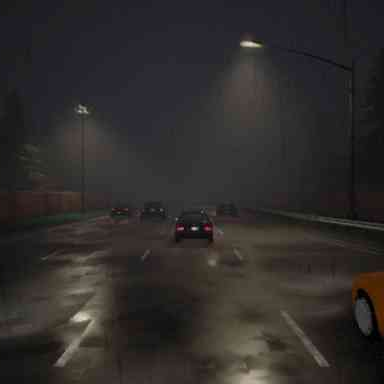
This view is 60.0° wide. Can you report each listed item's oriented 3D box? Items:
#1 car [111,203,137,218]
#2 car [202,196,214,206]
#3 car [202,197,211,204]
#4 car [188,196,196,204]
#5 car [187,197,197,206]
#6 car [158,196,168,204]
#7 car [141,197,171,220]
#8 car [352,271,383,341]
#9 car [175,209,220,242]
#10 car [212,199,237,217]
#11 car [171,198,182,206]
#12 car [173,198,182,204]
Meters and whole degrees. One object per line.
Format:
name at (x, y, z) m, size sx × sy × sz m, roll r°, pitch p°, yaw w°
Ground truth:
car at (-6.900, 1.827, 33.746) m, size 1.812 × 1.442 × 4.674 m, roll 0°, pitch -1°, yaw 0°
car at (3.497, 1.842, 69.975) m, size 2.150 × 2.045 × 5.566 m, roll 0°, pitch -1°, yaw 0°
car at (3.497, 2.059, 80.363) m, size 1.882 × 1.535 × 5.008 m, roll 0°, pitch -1°, yaw 0°
car at (-0.003, 1.937, 80.334) m, size 2.097 × 1.767 × 4.553 m, roll 0°, pitch -1°, yaw 0°
car at (-0.003, 2.217, 70.388) m, size 1.895 × 1.301 × 4.718 m, roll 0°, pitch -1°, yaw 0°
car at (-7.003, 1.939, 80.333) m, size 2.097 × 1.767 × 4.553 m, roll 0°, pitch -1°, yaw 0°
car at (-3.401, 1.626, 30.793) m, size 2.097 × 1.767 × 4.553 m, roll 0°, pitch -1°, yaw 0°
car at (3.602, 1.510, 3.591) m, size 1.882 × 1.535 × 5.008 m, roll 0°, pitch 0°, yaw 0°
car at (0.099, 1.702, 17.304) m, size 2.033 × 1.411 × 5.357 m, roll 0°, pitch 0°, yaw 0°
car at (3.599, 1.804, 35.418) m, size 2.128 × 1.511 × 4.902 m, roll 0°, pitch -1°, yaw 0°
car at (-3.503, 1.978, 70.330) m, size 2.097 × 1.767 × 4.553 m, roll 0°, pitch -1°, yaw 0°
car at (-3.503, 2.107, 80.362) m, size 1.812 × 1.442 × 4.674 m, roll 0°, pitch -1°, yaw 0°
